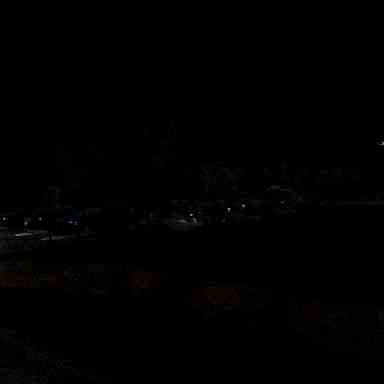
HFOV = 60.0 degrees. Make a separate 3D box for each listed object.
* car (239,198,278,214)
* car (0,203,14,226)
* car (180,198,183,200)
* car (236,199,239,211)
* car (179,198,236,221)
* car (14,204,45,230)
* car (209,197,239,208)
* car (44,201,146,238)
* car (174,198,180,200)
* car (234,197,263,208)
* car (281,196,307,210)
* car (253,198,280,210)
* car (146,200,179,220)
[{"bbox_3d":[7.205,1.478,35.115,1.882,1.535,5.008,0,0,36],"label":"car"},{"bbox_3d":[-10.467,1.548,22.744,2.033,1.411,5.357,0,0,36],"label":"car"},{"bbox_3d":[1.106,1.504,38.630,1.837,1.490,4.892,0,0,36],"label":"car"},{"bbox_3d":[4.031,1.505,36.702,1.837,1.490,4.892,0,0,36],"label":"car"},{"bbox_3d":[1.338,1.506,27.066,1.837,1.490,4.892,0,0,36],"label":"car"},{"bbox_3d":[-7.794,1.493,20.470,2.128,1.511,4.902,0,0,36],"label":"car"},{"bbox_3d":[4.814,1.548,49.625,2.033,1.411,5.357,0,0,36],"label":"car"},{"bbox_3d":[-5.089,1.478,18.220,1.882,1.535,5.008,0,0,36],"label":"car"},{"bbox_3d":[-1.576,1.526,40.887,1.812,1.442,4.674,0,0,37],"label":"car"},{"bbox_3d":[8.300,1.547,48.458,2.033,1.411,5.357,0,0,37],"label":"car"},{"bbox_3d":[13.338,1.352,43.489,2.097,1.767,4.553,0,0,36],"label":"car"},{"bbox_3d":[10.119,1.564,45.025,1.994,1.385,4.181,0,0,37],"label":"car"},{"bbox_3d":[-1.909,1.601,28.551,1.895,1.301,4.718,0,0,36],"label":"car"}]
